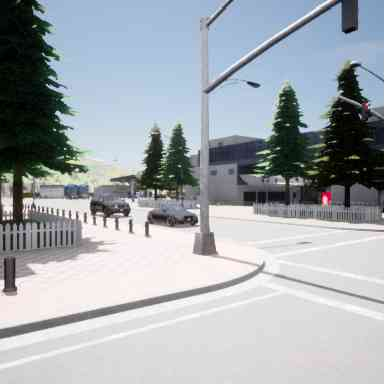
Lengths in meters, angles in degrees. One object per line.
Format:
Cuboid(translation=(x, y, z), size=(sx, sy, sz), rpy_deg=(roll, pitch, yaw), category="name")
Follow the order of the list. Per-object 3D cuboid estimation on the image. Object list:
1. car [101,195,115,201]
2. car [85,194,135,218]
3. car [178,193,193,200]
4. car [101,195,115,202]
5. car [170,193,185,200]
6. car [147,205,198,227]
Cuboid(translation=(-20.912, 1.400, 82.792), size=(1.970, 1.475, 3.806), rpy_deg=(0, 0, -37), category="car")
Cuboid(translation=(-7.837, 1.237, 31.401), size=(2.150, 2.045, 5.566), rpy_deg=(0, 0, -37), category="car")
Cuboid(translation=(-1.789, 1.092, 88.079), size=(1.905, 1.878, 3.866), rpy_deg=(0, 0, -37), category="car")
Cuboid(translation=(-18.884, 1.389, 75.056), size=(1.845, 1.501, 3.633), rpy_deg=(0, 0, -37), category="car")
Cuboid(translation=(-3.877, 1.113, 86.017), size=(1.932, 1.855, 4.605), rpy_deg=(0, 0, -37), category="car")
Cuboid(translation=(-1.401, 1.579, 22.884), size=(1.994, 1.385, 4.181), rpy_deg=(0, 0, -37), category="car")
